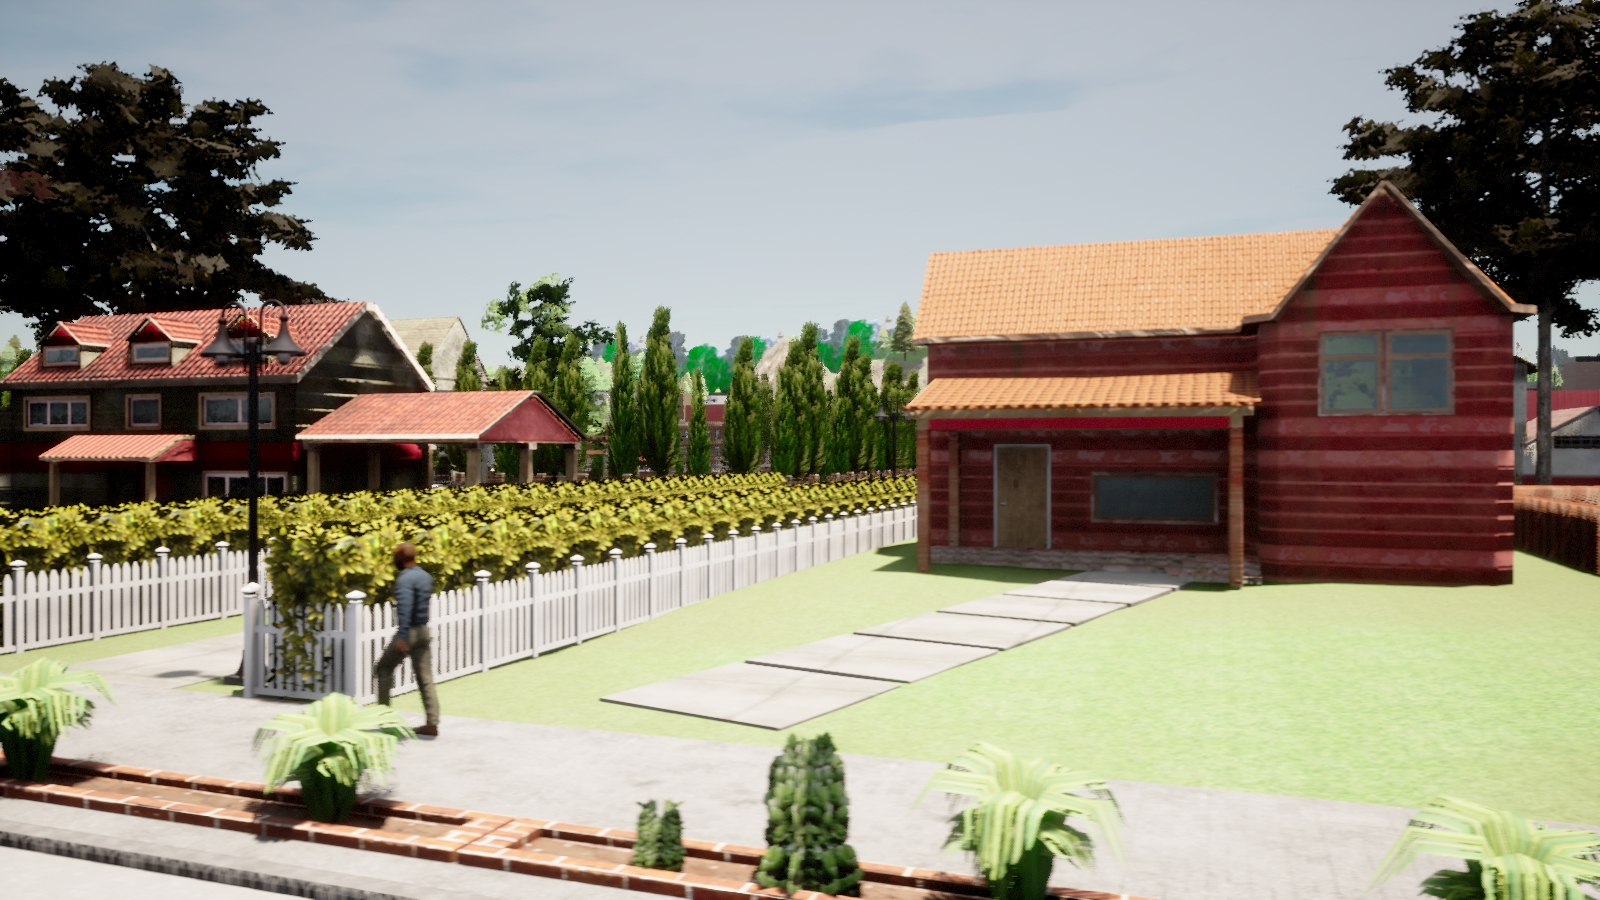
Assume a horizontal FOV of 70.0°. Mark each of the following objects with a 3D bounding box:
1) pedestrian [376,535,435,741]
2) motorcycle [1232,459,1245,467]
[{"bbox_3d":[-3.695,1.743,10.719,0.375,1.860,0.375,0,0,18],"label":"pedestrian"},{"bbox_3d":[72.898,2.186,190.090,2.033,1.199,0.803,0,0,20],"label":"motorcycle"}]
